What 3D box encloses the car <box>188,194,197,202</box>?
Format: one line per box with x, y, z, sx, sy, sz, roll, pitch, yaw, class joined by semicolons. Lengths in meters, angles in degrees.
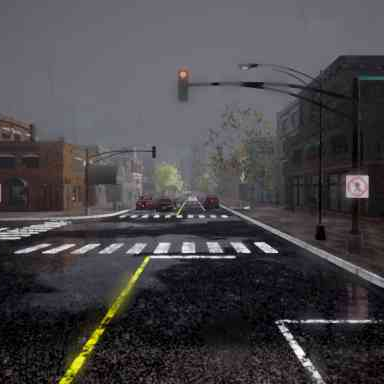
0.035;1.334;79.211;2.097;1.767;4.553;0;0;0;car

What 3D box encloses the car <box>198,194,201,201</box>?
2.716;1.534;63.521;2.008;1.369;4.403;-1;0;0;car

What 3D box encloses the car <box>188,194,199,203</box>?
0.128;1.508;69.073;1.812;1.442;4.674;0;0;0;car

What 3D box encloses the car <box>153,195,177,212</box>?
-3.081;1.469;38.978;1.882;1.535;5.008;0;0;0;car

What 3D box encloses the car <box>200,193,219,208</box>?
2.707;1.303;46.889;2.192;1.841;5.009;-1;0;0;car

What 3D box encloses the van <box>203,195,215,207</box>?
2.709;1.328;52.433;1.690;1.788;3.998;-1;0;0;van

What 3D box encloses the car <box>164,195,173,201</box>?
-5.657;1.523;80.156;1.887;1.381;4.507;-1;0;0;car

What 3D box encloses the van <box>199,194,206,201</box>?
2.724;1.317;85.697;1.690;1.788;3.998;-1;0;0;van

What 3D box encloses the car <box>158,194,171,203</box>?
-5.664;1.297;69.068;2.192;1.841;5.009;-1;0;0;car

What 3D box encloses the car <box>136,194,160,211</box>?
-5.676;1.305;41.348;2.192;1.841;5.009;-1;0;0;car

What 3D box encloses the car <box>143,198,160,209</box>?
-5.672;1.533;46.892;1.887;1.381;4.507;-1;0;0;car

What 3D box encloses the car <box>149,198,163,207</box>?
-5.669;1.569;52.437;1.802;1.307;4.206;-1;0;0;car

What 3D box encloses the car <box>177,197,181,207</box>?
-3.076;1.589;48.658;1.895;1.301;4.718;0;0;0;car
